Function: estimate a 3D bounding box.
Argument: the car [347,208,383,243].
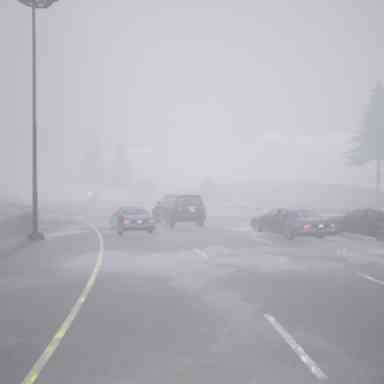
[{"bbox_3d":[8.561,1.454,15.555,2.033,1.411,5.357,0,0,-14],"label":"car"}]

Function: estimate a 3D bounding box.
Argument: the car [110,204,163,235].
[{"bbox_3d":[-3.425,1.496,18.603,2.033,1.411,5.357,0,0,-20],"label":"car"}]

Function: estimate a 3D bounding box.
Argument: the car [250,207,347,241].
[{"bbox_3d":[4.746,1.468,16.367,2.033,1.411,5.357,0,0,-15],"label":"car"}]

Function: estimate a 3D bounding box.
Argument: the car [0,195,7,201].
[{"bbox_3d":[-38.875,1.279,64.501,5.357,1.411,2.033,0,0,33],"label":"car"}]

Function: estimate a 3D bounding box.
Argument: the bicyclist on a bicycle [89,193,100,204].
[{"bbox_3d":[-17.963,1.173,61.181,0.582,1.620,1.656,-1,-23,32],"label":"bicyclist on a bicycle"}]

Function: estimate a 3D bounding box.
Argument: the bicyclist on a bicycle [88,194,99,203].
[{"bbox_3d":[-17.493,1.175,60.853,0.582,1.620,1.656,1,-20,34],"label":"bicyclist on a bicycle"}]

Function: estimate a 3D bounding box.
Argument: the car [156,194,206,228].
[{"bbox_3d":[-0.949,1.145,21.794,2.150,2.045,5.566,0,0,-21],"label":"car"}]

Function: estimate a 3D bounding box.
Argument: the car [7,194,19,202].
[{"bbox_3d":[-36.965,1.218,67.434,4.892,1.490,1.837,0,0,33],"label":"car"}]

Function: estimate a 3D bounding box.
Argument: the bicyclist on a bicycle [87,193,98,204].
[{"bbox_3d":[-18.390,1.175,61.469,0.582,1.620,1.656,1,-23,33],"label":"bicyclist on a bicycle"}]
